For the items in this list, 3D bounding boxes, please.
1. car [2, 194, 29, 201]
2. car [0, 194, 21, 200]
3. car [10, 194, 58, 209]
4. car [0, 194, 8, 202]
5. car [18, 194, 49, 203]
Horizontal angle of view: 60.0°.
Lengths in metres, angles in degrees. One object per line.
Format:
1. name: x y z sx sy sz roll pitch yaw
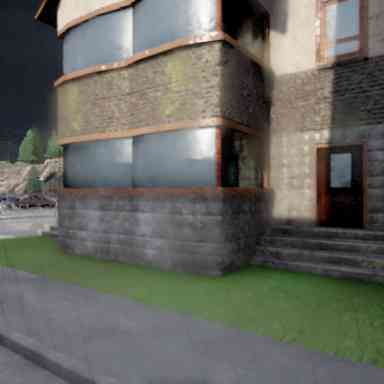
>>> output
1. car: -41.440 1.187 78.222 2.152 1.636 5.027 0 0 35
2. car: -44.025 1.190 80.000 2.007 1.523 4.514 0 0 35
3. car: -18.569 1.237 39.268 2.007 1.523 4.514 0 0 35
4. car: -36.250 1.200 65.096 1.845 1.501 3.633 0 0 35
5. car: -28.138 1.198 59.260 2.007 1.523 4.514 0 0 35
